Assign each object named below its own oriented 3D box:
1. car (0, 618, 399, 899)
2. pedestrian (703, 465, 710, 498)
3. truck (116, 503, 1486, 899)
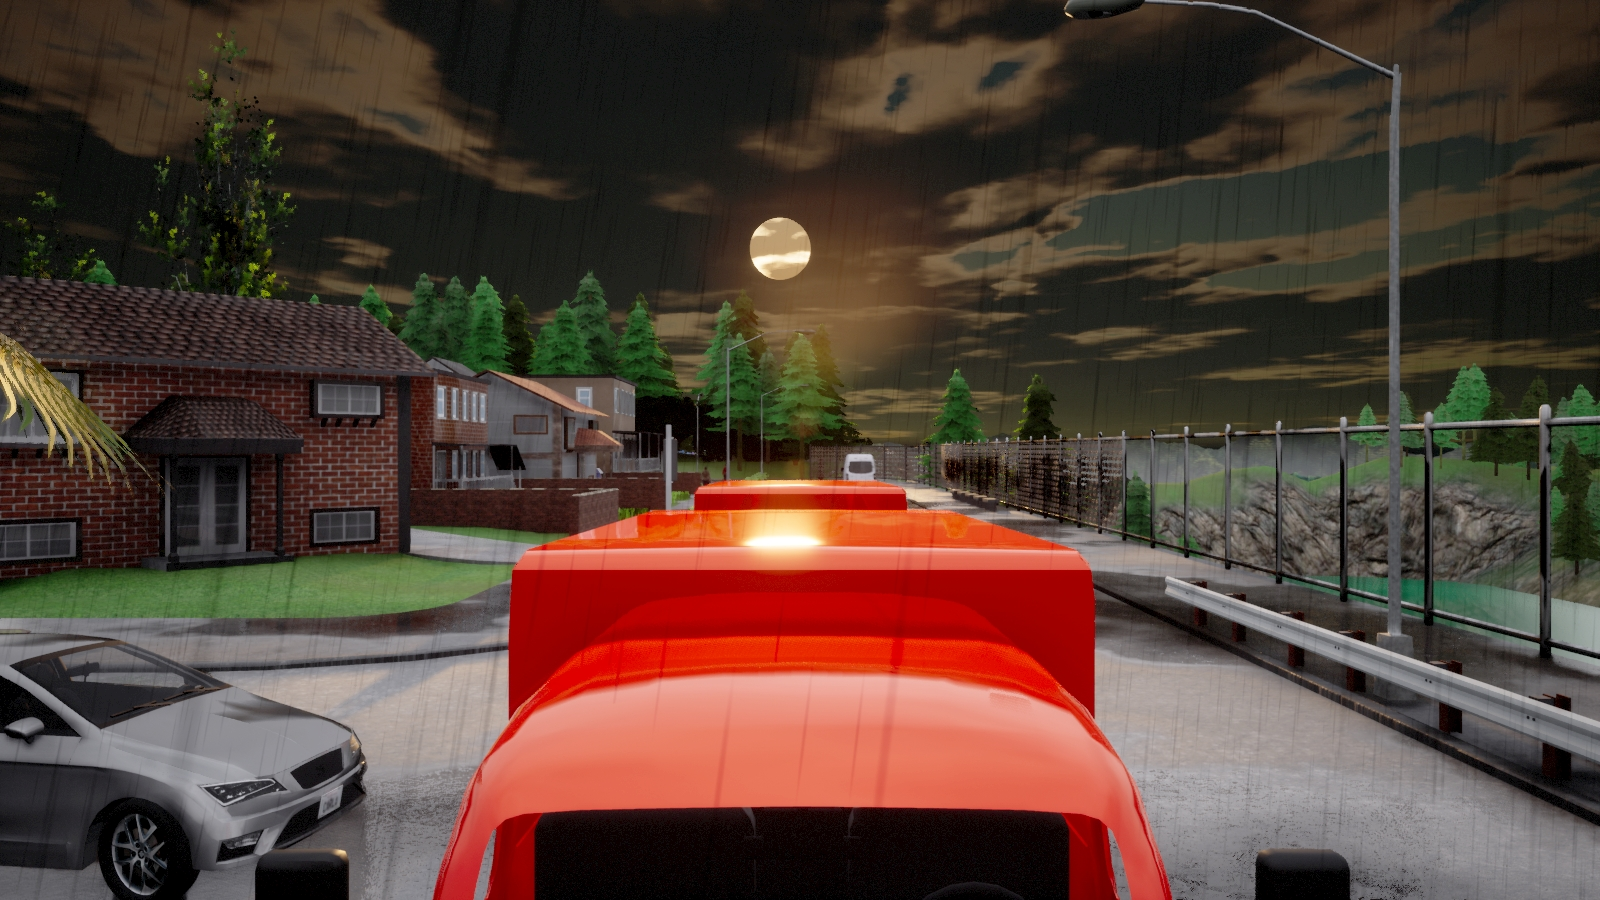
[{"bbox_3d":[-5.218,2.069,7.982,4.193,1.474,1.816,0,0,8],"label":"car"},{"bbox_3d":[-5.295,1.771,64.618,0.375,1.860,0.375,0,0,0],"label":"pedestrian"},{"bbox_3d":[0.003,1.571,4.792,2.627,2.467,5.204,0,0,0],"label":"truck"}]
